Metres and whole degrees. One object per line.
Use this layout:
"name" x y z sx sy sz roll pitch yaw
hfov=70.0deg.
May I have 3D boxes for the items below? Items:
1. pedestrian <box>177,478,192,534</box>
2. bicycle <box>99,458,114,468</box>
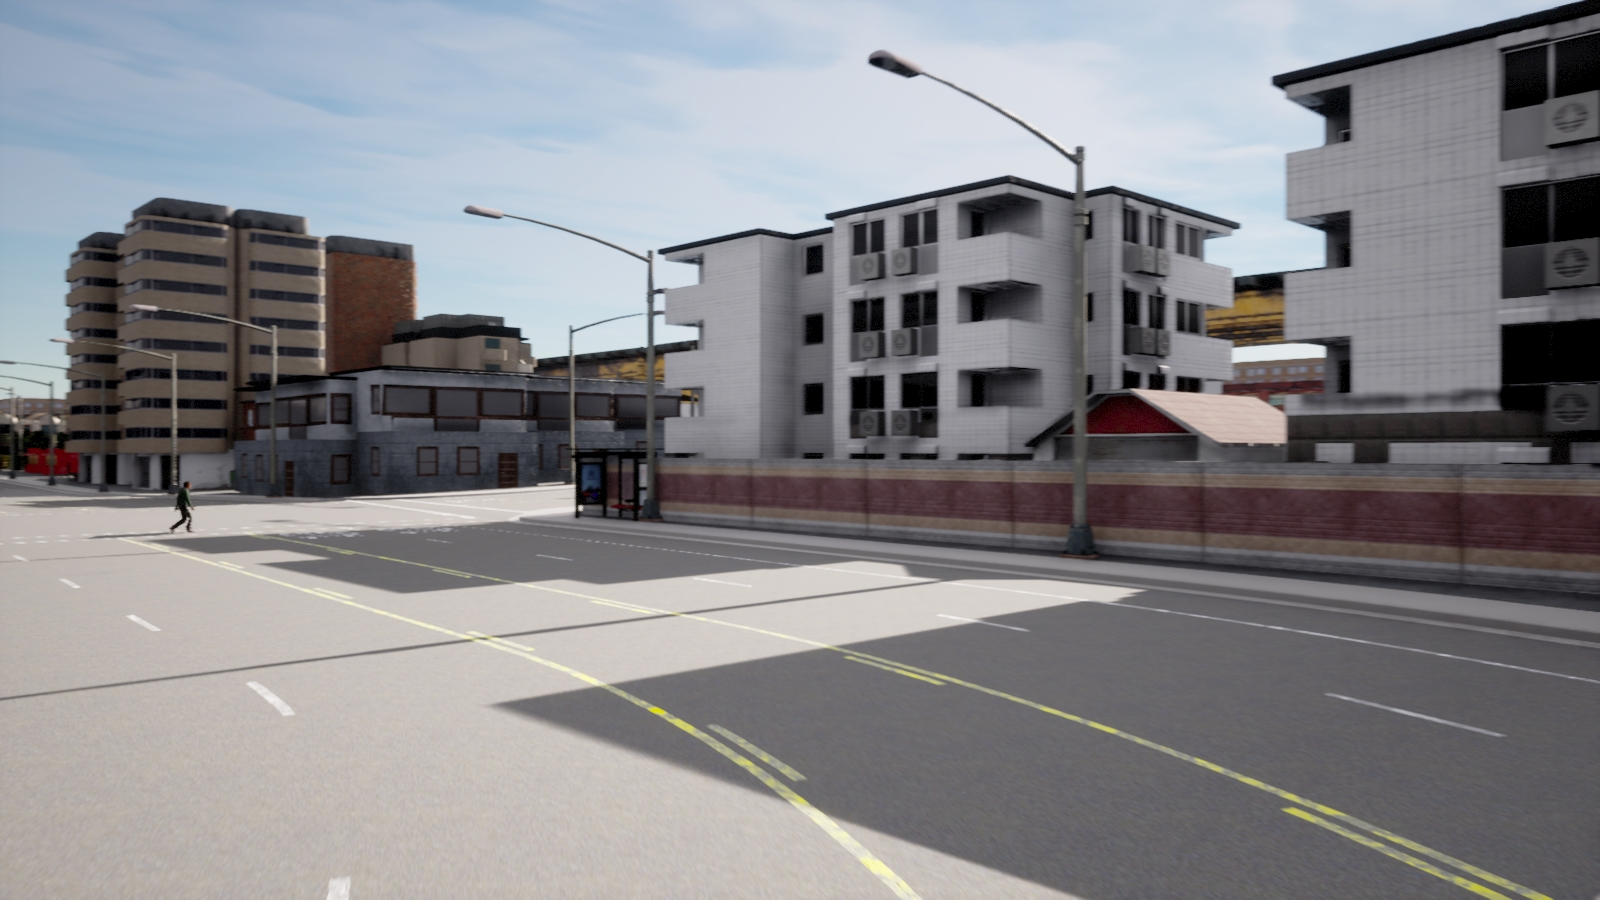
"pedestrian" -20.590 1.870 38.222 0.375 1.860 0.375 0 0 -42
"bicycle" -97.133 1.804 160.083 0.859 1.301 1.487 0 1 35
